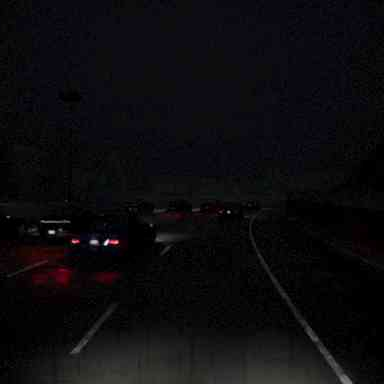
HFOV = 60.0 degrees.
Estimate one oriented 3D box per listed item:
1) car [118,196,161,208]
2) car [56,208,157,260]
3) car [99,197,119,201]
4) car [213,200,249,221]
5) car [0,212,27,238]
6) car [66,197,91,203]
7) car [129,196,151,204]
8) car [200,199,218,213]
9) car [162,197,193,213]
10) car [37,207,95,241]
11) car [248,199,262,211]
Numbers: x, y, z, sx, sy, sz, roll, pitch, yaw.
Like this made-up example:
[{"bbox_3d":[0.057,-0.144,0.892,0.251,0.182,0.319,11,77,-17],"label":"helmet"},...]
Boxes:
[{"bbox_3d":[-5.485,1.496,35.391,2.128,1.511,4.902,0,0,15],"label":"car"},{"bbox_3d":[-2.672,1.547,12.418,2.033,1.411,5.357,0,0,6],"label":"car"},{"bbox_3d":[-14.979,1.543,61.817,2.033,1.411,5.357,0,0,23],"label":"car"},{"bbox_3d":[3.305,1.566,27.362,2.033,1.411,5.357,0,0,13],"label":"car"},{"bbox_3d":[-9.404,1.464,14.726,1.882,1.535,5.008,0,0,6],"label":"car"},{"bbox_3d":[-20.054,1.585,58.763,1.895,1.301,4.718,0,0,22],"label":"car"},{"bbox_3d":[-9.998,1.490,64.417,1.882,1.535,5.008,0,0,25],"label":"car"},{"bbox_3d":[2.338,1.499,37.376,1.882,1.535,5.008,0,0,16],"label":"car"},{"bbox_3d":[-1.299,1.505,37.385,2.128,1.511,4.902,0,0,16],"label":"car"},{"bbox_3d":[-5.663,1.487,16.537,2.128,1.511,4.902,0,0,7],"label":"car"},{"bbox_3d":[7.659,1.599,42.384,1.994,1.385,4.181,0,0,19],"label":"car"}]
